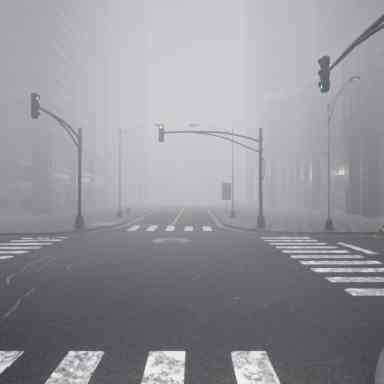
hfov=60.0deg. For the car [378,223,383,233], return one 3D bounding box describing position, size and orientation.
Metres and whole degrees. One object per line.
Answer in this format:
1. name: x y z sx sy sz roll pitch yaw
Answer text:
1. car: 11.754 1.564 16.221 4.829 1.417 1.752 0 -1 0
